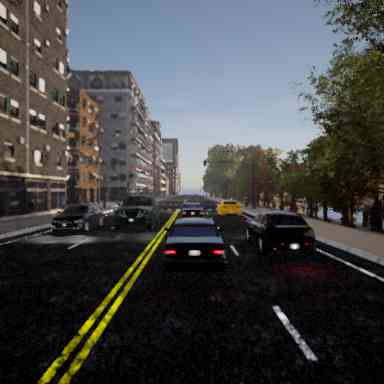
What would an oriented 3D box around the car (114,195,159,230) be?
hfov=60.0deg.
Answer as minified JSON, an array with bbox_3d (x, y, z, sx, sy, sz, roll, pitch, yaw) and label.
[{"bbox_3d":[-3.360,1.203,21.157,2.150,2.045,5.566,0,0,0],"label":"car"}]

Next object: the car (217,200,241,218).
[{"bbox_3d":[3.325,1.453,30.190,1.882,1.535,5.008,0,0,1],"label":"car"}]

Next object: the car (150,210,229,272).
[{"bbox_3d":[0.076,1.536,10.675,2.033,1.411,5.357,0,0,0],"label":"car"}]

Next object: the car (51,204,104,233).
[{"bbox_3d":[-6.608,1.488,19.634,1.837,1.490,4.892,0,0,0],"label":"car"}]

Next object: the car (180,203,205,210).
[{"bbox_3d":[0.069,1.524,25.856,2.033,1.411,5.357,0,0,0],"label":"car"}]

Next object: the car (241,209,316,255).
[{"bbox_3d":[3.329,1.493,13.183,1.837,1.490,4.892,0,0,0],"label":"car"}]
